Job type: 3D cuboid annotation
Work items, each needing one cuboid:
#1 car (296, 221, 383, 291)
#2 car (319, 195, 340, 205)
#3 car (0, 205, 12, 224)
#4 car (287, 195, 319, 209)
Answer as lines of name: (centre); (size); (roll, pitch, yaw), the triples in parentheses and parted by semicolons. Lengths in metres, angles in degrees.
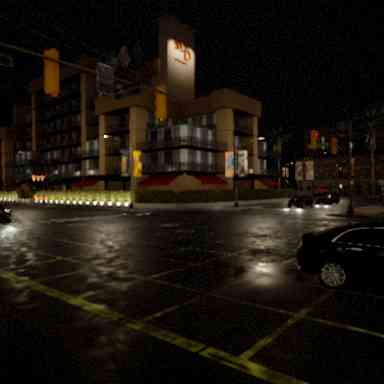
car: (4.749, 1.427, 7.130); (4.892, 1.490, 1.837); (0, 1, 40)
car: (19.246, 1.077, 46.879); (2.033, 1.411, 5.357); (0, 1, 41)
car: (-14.275, 1.283, 22.900); (4.553, 1.767, 2.097); (0, 0, 40)
car: (12.953, 1.135, 39.428); (1.837, 1.490, 4.892); (0, 1, 40)
